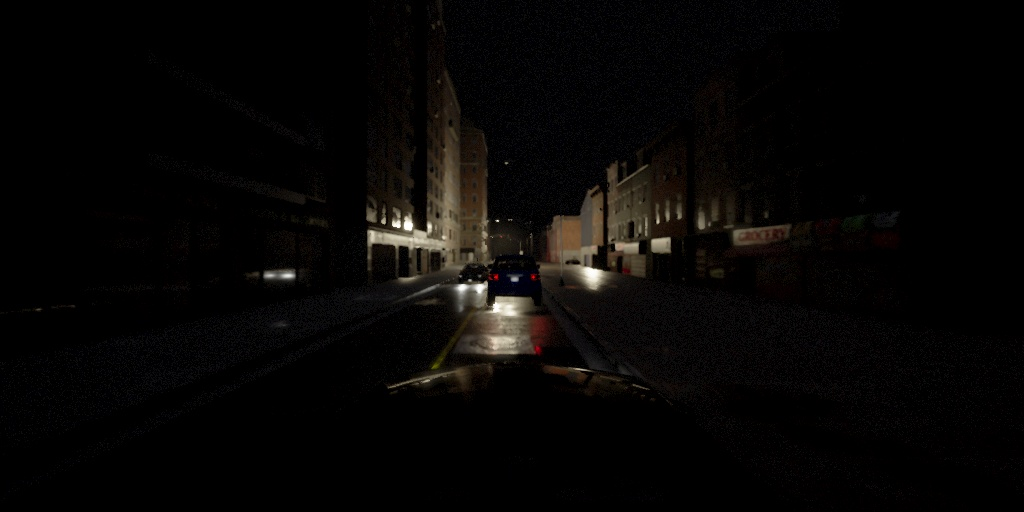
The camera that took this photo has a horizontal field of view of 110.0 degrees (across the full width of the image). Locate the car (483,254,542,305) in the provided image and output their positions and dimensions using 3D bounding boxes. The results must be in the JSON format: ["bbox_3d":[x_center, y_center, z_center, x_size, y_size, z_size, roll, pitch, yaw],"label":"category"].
[{"bbox_3d":[0.100,0.946,15.913,2.150,2.045,5.566,0,0,0],"label":"car"}]

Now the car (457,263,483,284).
[{"bbox_3d":[-2.799,1.252,26.711,2.033,1.411,5.357,0,0,1],"label":"car"}]
